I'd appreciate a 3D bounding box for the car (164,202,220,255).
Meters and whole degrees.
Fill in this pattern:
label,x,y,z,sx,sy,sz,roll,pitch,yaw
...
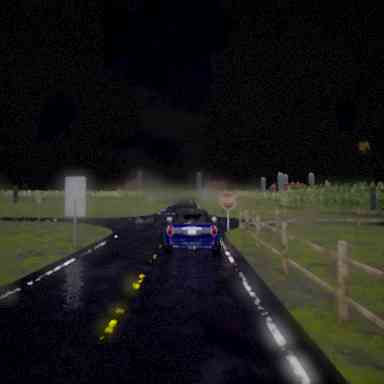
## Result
label,x,y,z,sx,sy,sz,roll,pitch,yaw
car,-0.010,1.481,14.083,2.097,1.767,4.553,0,-1,0

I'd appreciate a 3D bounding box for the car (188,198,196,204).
label,x,y,z,sx,sy,sz,roll,pitch,yaw
car,-0.021,2.203,84.330,1.895,1.301,4.718,0,0,0

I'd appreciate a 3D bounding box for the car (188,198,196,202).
label,x,y,z,sx,sy,sz,roll,pitch,yaw
car,-0.018,2.072,72.630,1.882,1.535,5.008,0,0,0
